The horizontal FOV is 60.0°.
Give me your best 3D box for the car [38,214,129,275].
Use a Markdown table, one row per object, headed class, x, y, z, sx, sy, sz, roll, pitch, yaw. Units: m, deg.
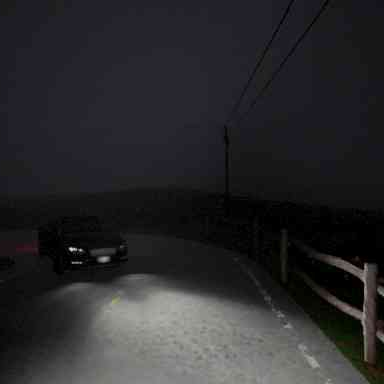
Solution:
| class | x | y | z | sx | sy | sz | roll | pitch | yaw |
| --- | --- | --- | --- | --- | --- | --- | --- | --- | --- |
| car | -3.655 | 1.500 | 10.730 | 2.128 | 1.511 | 4.902 | 1 | -1 | -34 |
